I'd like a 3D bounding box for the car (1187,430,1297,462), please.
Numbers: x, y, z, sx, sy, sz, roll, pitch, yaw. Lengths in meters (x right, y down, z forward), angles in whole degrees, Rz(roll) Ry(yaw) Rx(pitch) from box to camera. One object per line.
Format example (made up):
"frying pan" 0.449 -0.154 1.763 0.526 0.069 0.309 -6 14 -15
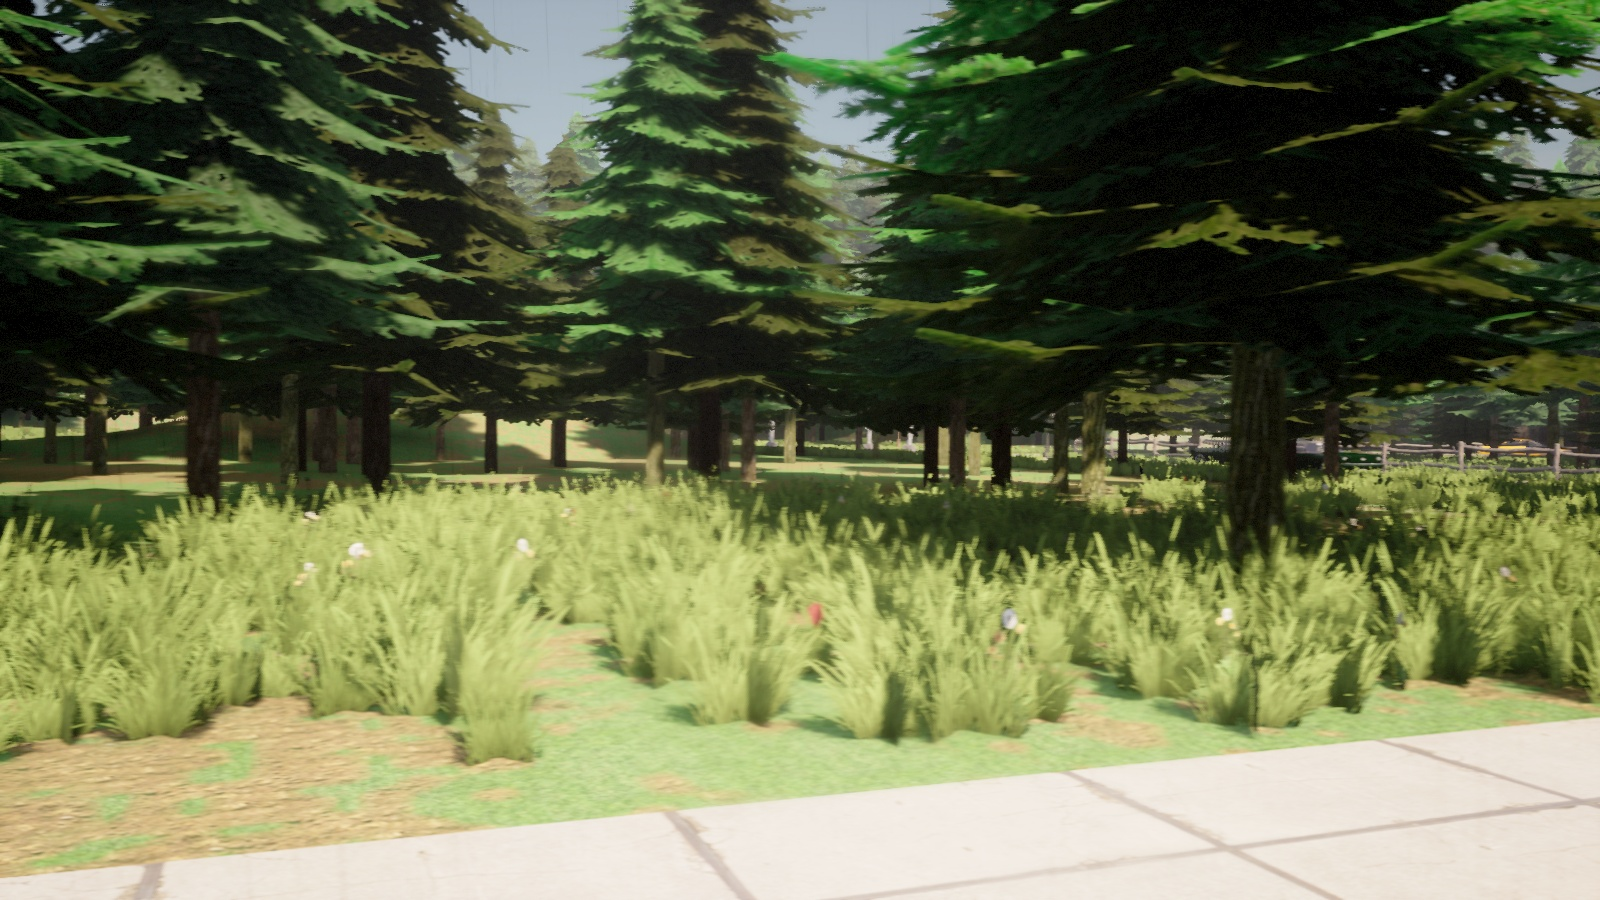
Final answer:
"car" 18.885 -0.209 53.892 1.895 1.301 4.718 -1 1 -20

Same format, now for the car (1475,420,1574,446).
"car" 46.024 -1.060 79.862 5.366 1.575 1.801 0 1 29

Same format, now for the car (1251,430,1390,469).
"car" 18.436 -0.055 44.723 1.895 1.301 4.718 -1 1 -20
